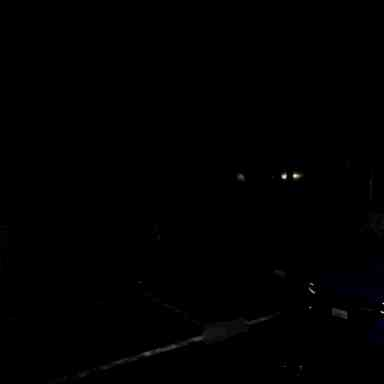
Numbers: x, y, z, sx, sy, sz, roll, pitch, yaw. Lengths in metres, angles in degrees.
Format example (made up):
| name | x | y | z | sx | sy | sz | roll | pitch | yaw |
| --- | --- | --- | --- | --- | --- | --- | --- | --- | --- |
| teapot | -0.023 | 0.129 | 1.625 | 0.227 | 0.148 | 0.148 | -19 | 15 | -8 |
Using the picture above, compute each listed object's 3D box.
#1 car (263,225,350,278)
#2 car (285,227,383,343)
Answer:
| name | x | y | z | sx | sy | sz | roll | pitch | yaw |
| --- | --- | --- | --- | --- | --- | --- | --- | --- | --- |
| car | 3.938 | 1.658 | 9.453 | 4.313 | 1.339 | 1.947 | 1 | -1 | -35 |
| car | 4.226 | 1.553 | 6.373 | 5.008 | 1.535 | 1.882 | 1 | 0 | -35 |
